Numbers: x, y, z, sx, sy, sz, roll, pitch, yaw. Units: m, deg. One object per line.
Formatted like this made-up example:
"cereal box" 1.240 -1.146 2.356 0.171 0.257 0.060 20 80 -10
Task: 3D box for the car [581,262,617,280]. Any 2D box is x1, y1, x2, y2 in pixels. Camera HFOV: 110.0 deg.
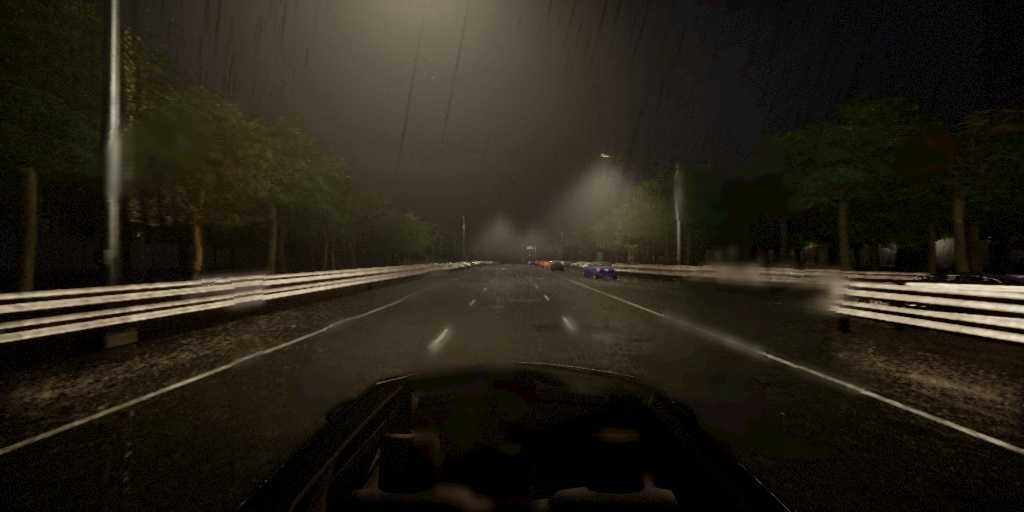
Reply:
"car" 8.471 1.336 35.313 2.097 1.767 4.553 0 0 -9

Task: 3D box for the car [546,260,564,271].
"car" 6.991 1.650 56.196 2.033 1.411 5.357 0 0 2

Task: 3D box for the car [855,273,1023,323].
"car" 15.053 1.322 12.329 1.837 1.490 4.892 0 -1 -22
